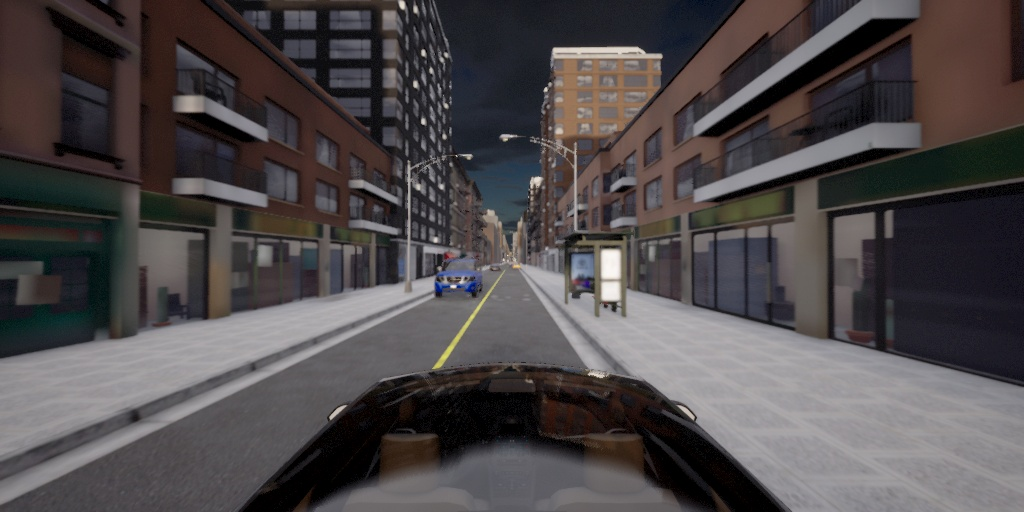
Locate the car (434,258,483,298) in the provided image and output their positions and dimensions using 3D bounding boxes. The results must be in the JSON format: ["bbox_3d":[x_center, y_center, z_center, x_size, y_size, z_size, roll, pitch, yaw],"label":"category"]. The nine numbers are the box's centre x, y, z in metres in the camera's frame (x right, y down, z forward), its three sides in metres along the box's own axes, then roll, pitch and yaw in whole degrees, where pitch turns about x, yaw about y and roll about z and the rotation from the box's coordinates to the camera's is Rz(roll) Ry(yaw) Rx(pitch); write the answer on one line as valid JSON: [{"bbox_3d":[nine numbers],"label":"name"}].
[{"bbox_3d":[-2.843,1.157,20.216,2.150,2.045,5.566,0,-1,0],"label":"car"}]

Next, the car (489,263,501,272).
[{"bbox_3d":[-2.758,1.940,60.942,2.033,1.411,5.357,0,-1,1],"label":"car"}]
